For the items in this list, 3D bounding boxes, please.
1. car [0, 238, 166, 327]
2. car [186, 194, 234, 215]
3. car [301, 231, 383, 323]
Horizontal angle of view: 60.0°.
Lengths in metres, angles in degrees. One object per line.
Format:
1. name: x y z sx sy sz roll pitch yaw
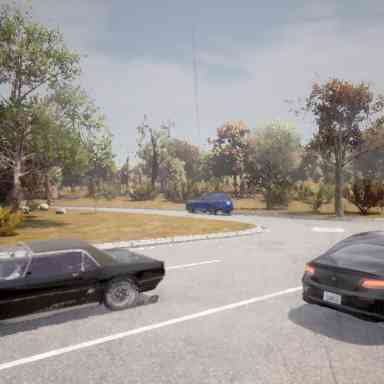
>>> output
1. car: -2.949 1.601 6.178 4.718 1.301 1.895 0 0 -35
2. car: 1.776 1.233 34.009 2.150 2.045 5.566 0 0 -40
3. car: 4.103 1.526 6.677 4.674 1.442 1.812 0 0 -36
